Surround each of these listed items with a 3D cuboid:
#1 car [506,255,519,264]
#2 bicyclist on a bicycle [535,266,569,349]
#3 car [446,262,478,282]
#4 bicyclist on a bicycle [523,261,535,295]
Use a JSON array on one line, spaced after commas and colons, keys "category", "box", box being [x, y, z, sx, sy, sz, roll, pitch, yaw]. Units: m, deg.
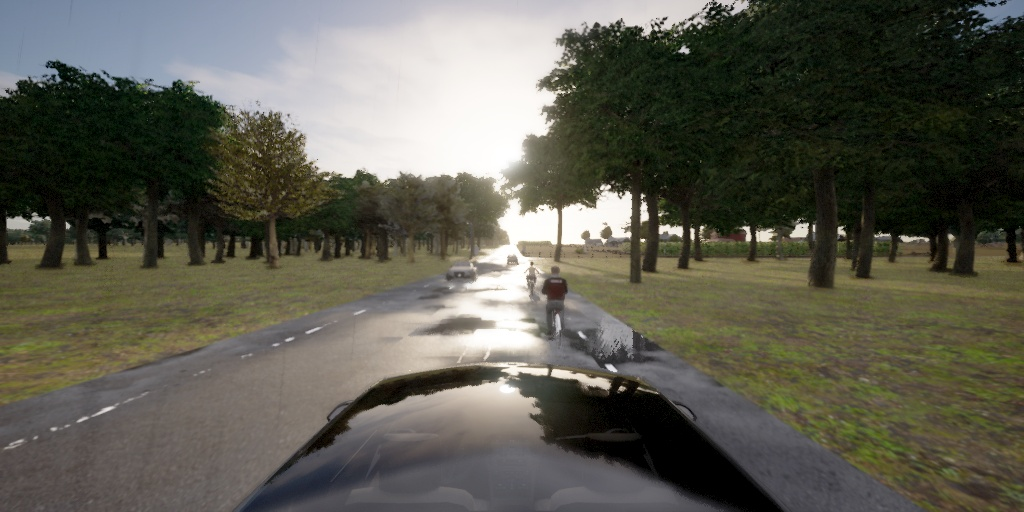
[{"category": "car", "box": [0.095, 0.544, 61.886, 2.128, 1.511, 4.902, 0, 1, 0]}, {"category": "bicyclist on a bicycle", "box": [0.964, 1.097, 8.150, 0.659, 1.776, 1.843, 0, 0, 0]}, {"category": "car", "box": [-3.602, 1.107, 26.557, 1.994, 1.385, 4.181, 0, 1, 0]}, {"category": "bicyclist on a bicycle", "box": [0.981, 1.077, 17.923, 0.866, 1.612, 1.509, 0, 1, 0]}]
